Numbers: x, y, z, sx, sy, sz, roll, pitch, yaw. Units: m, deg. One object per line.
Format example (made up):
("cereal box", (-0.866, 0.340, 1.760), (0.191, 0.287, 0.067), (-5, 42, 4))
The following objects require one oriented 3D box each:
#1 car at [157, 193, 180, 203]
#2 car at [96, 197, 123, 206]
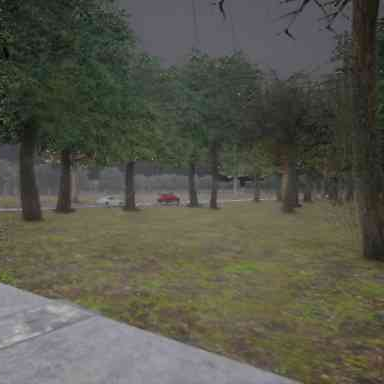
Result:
("car", (-4.647, 1.228, 66.290), (2.150, 2.045, 5.566), (0, 0, 36))
("car", (-13.407, 1.505, 54.077), (1.812, 1.442, 4.674), (0, 0, 36))
